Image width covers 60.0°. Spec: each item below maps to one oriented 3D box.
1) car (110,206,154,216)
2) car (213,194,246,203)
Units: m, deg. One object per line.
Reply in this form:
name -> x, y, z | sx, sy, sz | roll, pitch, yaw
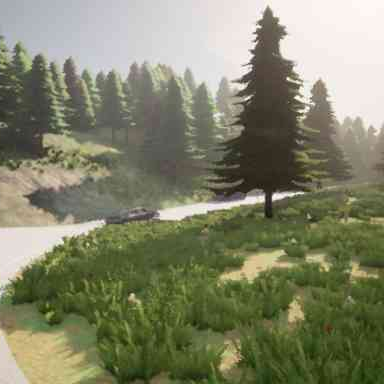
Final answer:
car -> -4.343, 1.849, 25.039 | 1.837, 1.490, 4.892 | -2, 4, 30
car -> 4.450, 0.347, 39.723 | 1.882, 1.535, 5.008 | 0, 5, 44
